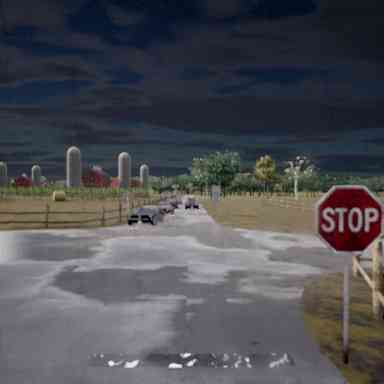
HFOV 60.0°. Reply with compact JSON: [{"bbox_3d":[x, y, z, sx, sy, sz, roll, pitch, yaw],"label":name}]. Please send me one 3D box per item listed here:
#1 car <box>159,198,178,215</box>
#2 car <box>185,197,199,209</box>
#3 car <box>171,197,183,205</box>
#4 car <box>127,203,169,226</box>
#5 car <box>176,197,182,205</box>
[{"bbox_3d":[-2.932,1.688,36.076,1.994,1.385,4.181,0,0,0],"label":"car"},{"bbox_3d":[-0.017,1.756,48.052,1.895,1.301,4.718,0,0,0],"label":"car"},{"bbox_3d":[-2.909,1.766,65.210,1.994,1.385,4.181,0,0,0],"label":"car"},{"bbox_3d":[-3.224,1.690,24.154,1.895,1.301,4.718,0,0,6],"label":"car"},{"bbox_3d":[-2.952,1.704,48.568,2.033,1.411,5.357,0,0,0],"label":"car"}]
